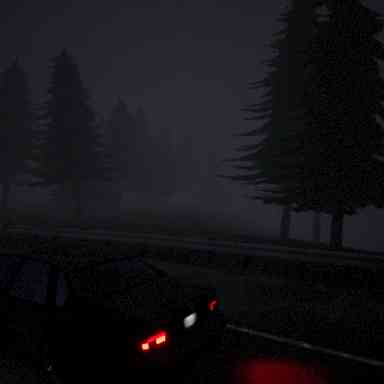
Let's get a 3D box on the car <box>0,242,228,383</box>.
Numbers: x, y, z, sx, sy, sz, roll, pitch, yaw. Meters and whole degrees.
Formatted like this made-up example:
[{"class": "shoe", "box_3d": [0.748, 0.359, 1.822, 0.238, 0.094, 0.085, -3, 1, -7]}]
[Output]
[{"class": "car", "box_3d": [-2.154, 1.537, 5.169, 5.357, 1.411, 2.033, 0, 0, 32]}]
